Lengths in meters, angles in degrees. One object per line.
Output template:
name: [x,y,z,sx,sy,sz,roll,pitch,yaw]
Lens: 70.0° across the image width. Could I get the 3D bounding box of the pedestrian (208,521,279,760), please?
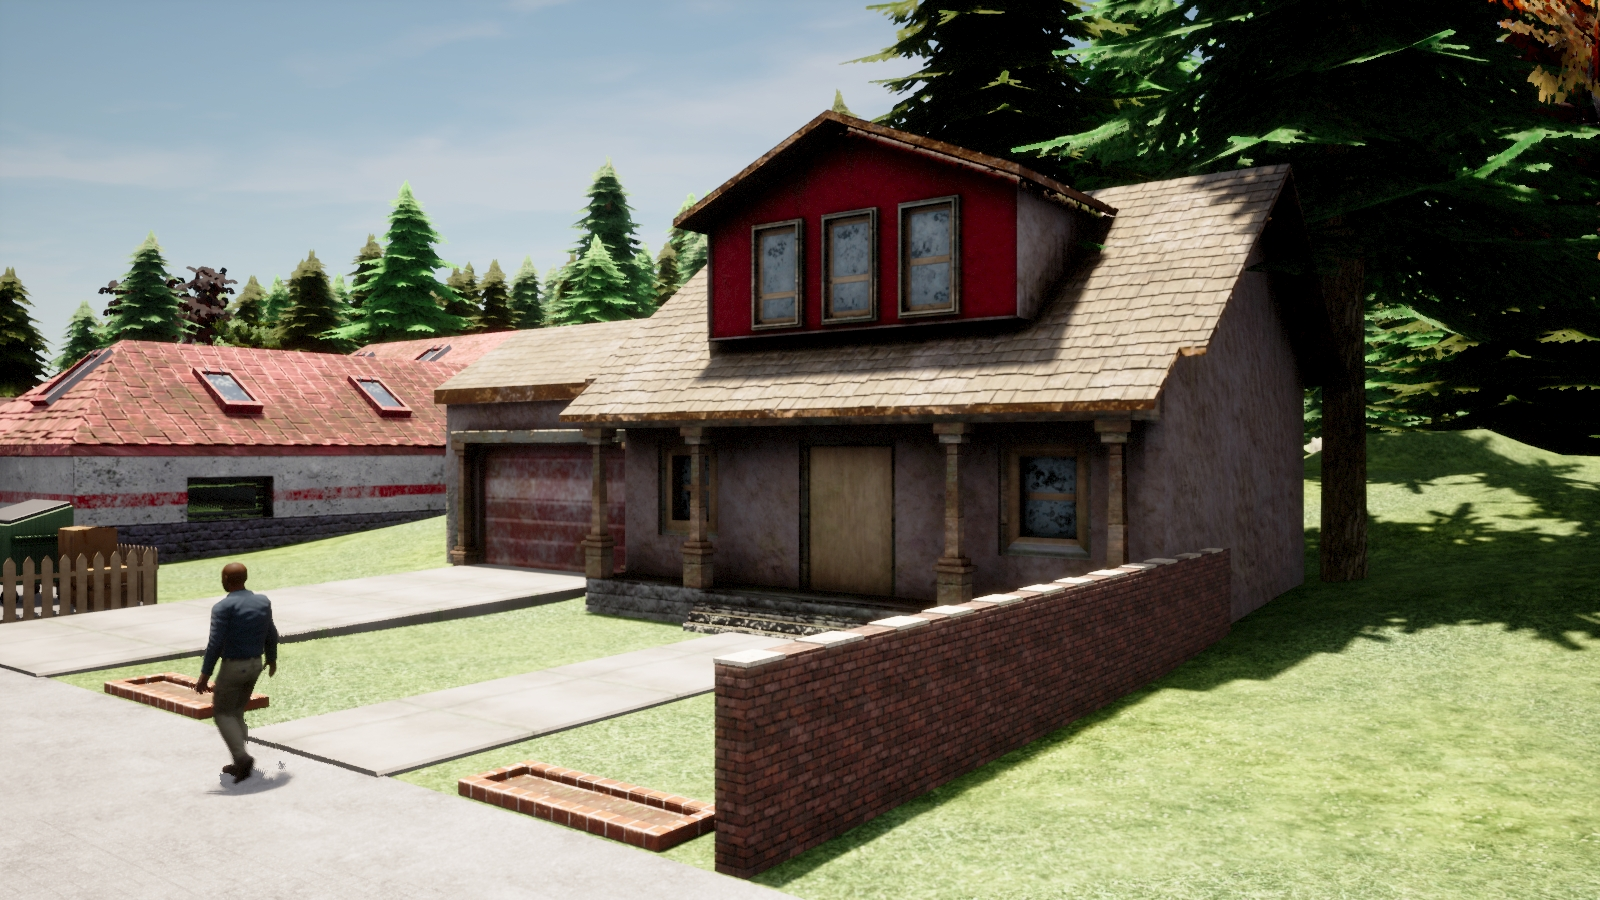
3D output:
pedestrian: [-4.526,1.524,9.300,0.375,1.860,0.375,0,0,31]
